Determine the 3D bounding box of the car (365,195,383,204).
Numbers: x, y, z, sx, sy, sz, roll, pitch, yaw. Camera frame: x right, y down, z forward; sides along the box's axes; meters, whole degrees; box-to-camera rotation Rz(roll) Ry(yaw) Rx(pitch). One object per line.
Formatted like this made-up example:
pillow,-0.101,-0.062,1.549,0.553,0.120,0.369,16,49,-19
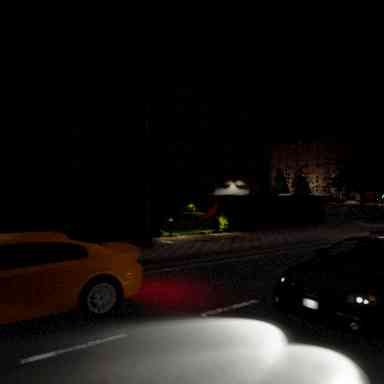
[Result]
car,42.774,2.035,77.857,1.970,1.475,3.806,1,0,-36

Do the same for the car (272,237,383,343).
car,3.525,1.614,6.494,4.181,1.385,1.994,0,0,-35

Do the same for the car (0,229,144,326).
car,-3.322,1.483,5.917,5.008,1.535,1.882,0,0,-35
